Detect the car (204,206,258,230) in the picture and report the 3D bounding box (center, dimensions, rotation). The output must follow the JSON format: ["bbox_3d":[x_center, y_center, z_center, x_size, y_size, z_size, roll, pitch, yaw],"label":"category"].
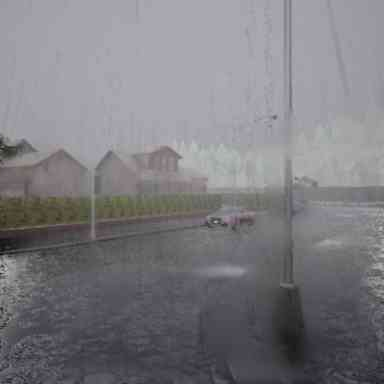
[{"bbox_3d":[2.553,1.572,21.164,1.994,1.385,4.181,0,0,36],"label":"car"}]

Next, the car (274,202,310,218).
[{"bbox_3d":[9.207,1.608,30.427,1.895,1.301,4.718,0,0,36],"label":"car"}]
